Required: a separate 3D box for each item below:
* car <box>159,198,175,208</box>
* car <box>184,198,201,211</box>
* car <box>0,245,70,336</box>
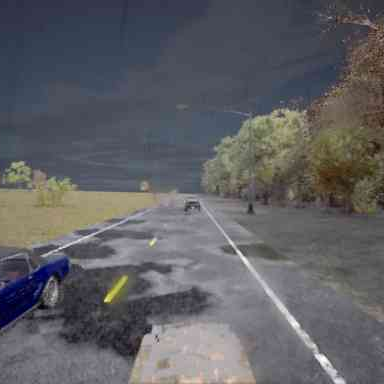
[{"bbox_3d":[-3.585,1.524,47.686,1.812,1.442,4.674,0,0,0],"label":"car"},{"bbox_3d":[0.092,1.506,40.108,1.837,1.490,4.892,0,0,0],"label":"car"},{"bbox_3d":[-3.603,1.602,5.066,1.895,1.301,4.718,0,0,0],"label":"car"}]
